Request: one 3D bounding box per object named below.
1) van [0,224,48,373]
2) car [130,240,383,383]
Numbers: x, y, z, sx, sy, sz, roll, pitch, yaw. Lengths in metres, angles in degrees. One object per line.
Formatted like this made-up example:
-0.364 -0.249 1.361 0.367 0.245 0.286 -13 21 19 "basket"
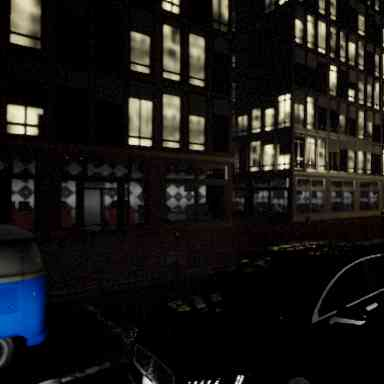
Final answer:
-3.805 1.341 3.840 3.998 1.788 1.690 0 0 -36 "van"
1.565 1.503 4.487 4.892 1.490 1.837 -1 0 -36 "car"
